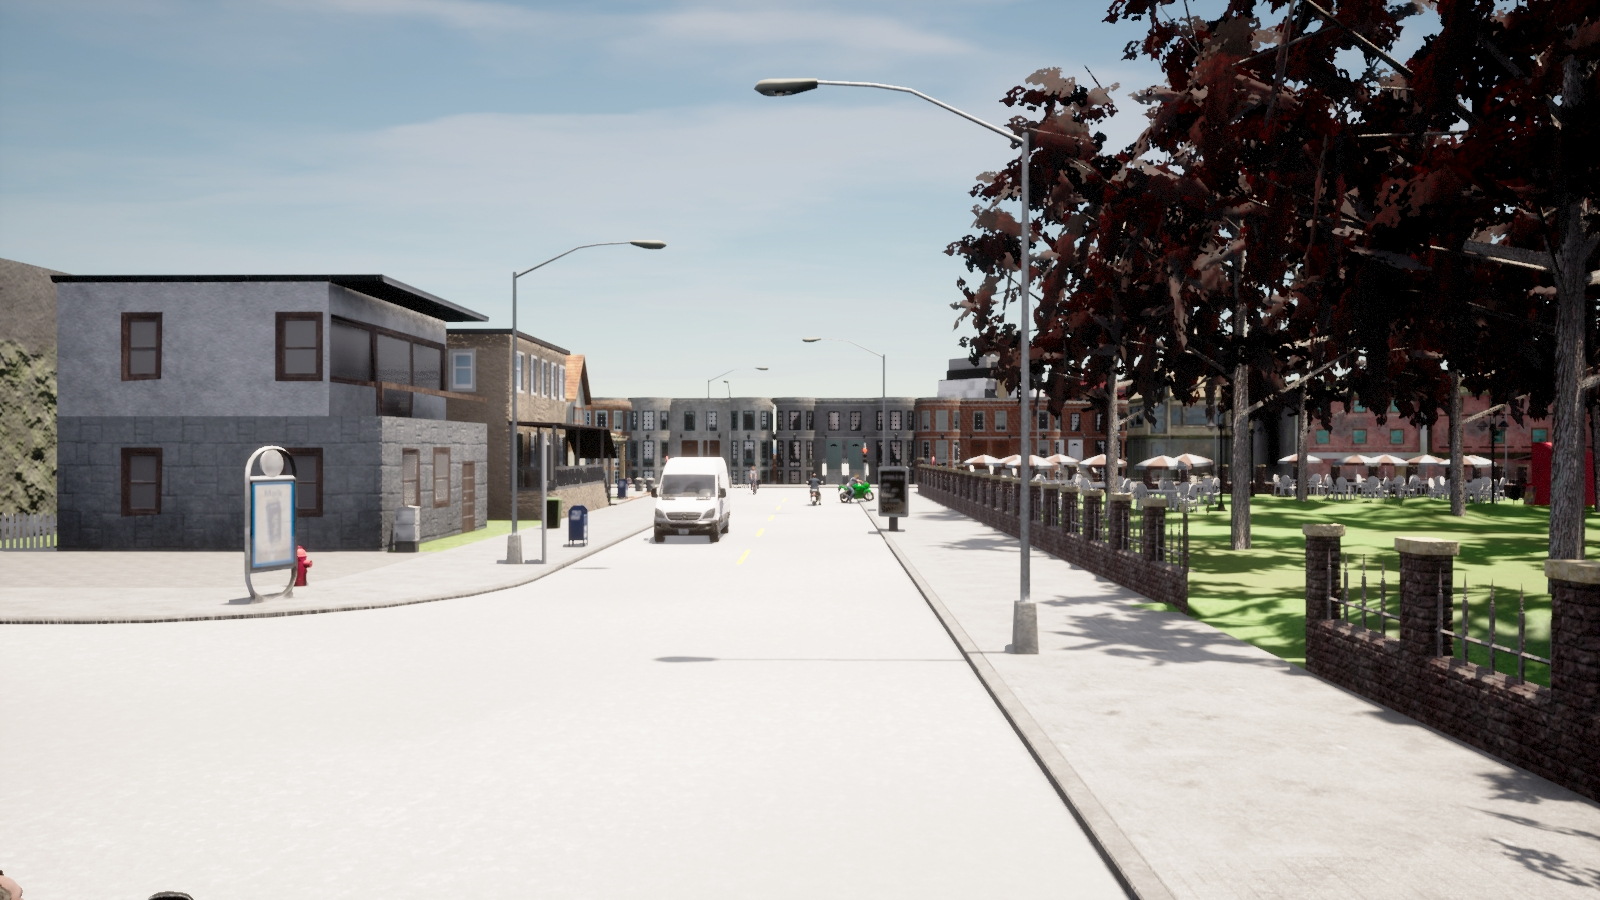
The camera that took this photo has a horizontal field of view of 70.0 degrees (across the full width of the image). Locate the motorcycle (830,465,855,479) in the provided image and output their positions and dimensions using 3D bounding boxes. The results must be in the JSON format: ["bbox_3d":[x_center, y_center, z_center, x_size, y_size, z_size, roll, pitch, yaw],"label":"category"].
[{"bbox_3d":[3.779,1.938,101.151,2.033,1.145,0.803,-5,-2,27],"label":"motorcycle"}]

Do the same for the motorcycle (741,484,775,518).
[{"bbox_3d":[-1.677,1.985,45.065,0.867,1.251,2.209,0,0,-15],"label":"motorcycle"}]

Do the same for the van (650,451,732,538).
[{"bbox_3d":[-3.393,1.314,36.729,1.988,2.561,5.915,0,0,1],"label":"van"}]
